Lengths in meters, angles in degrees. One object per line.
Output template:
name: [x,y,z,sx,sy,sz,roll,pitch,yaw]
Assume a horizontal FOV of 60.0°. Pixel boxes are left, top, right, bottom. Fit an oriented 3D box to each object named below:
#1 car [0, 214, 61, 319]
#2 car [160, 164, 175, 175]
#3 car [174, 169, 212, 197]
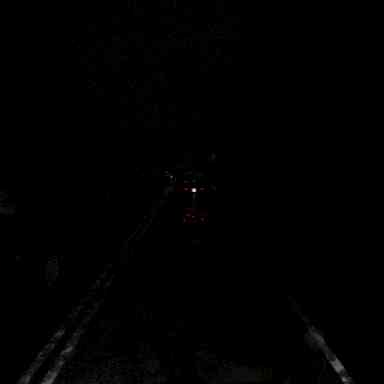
car: [-3.348,1.129,4.505,1.812,1.442,4.674,0,6,0]
car: [-3.245,-3.151,45.432,2.033,1.411,5.357,0,6,0]
car: [0.117,-0.604,20.134,1.837,1.490,4.892,0,6,0]
